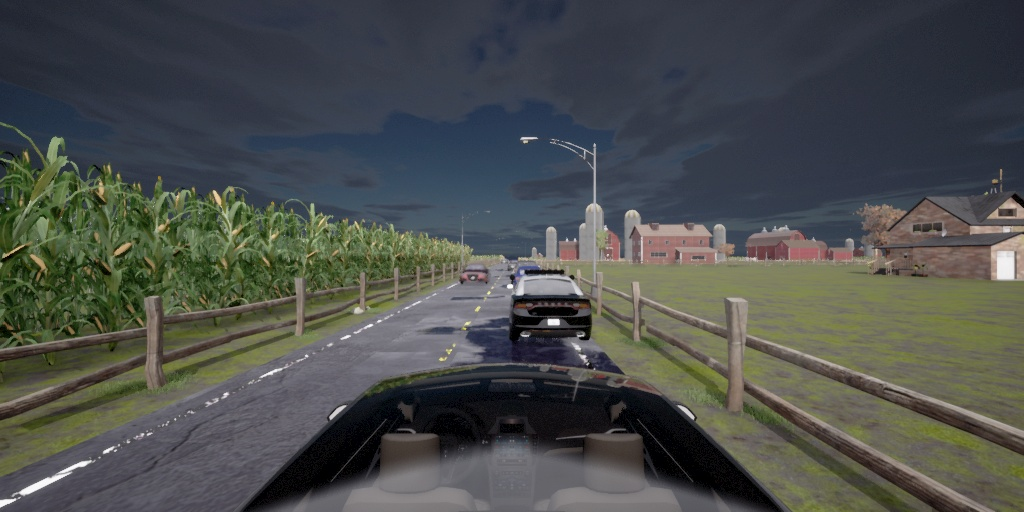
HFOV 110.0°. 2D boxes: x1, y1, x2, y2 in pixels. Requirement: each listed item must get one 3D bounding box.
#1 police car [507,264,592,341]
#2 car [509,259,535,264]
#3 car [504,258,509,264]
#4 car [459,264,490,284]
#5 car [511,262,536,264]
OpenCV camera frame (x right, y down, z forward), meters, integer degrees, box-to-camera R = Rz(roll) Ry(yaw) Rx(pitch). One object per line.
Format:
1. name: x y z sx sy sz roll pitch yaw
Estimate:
1. police car: 0.887 1.175 10.053 1.930 1.638 5.238 0 0 0
2. car: 1.004 1.100 25.913 2.097 1.767 4.553 0 0 0
3. car: 0.377 1.264 48.412 2.128 1.511 4.902 0 0 1
4. car: -2.666 1.313 26.528 1.994 1.385 4.181 0 0 0
5. car: 0.961 1.275 19.943 1.812 1.442 4.674 0 0 0
